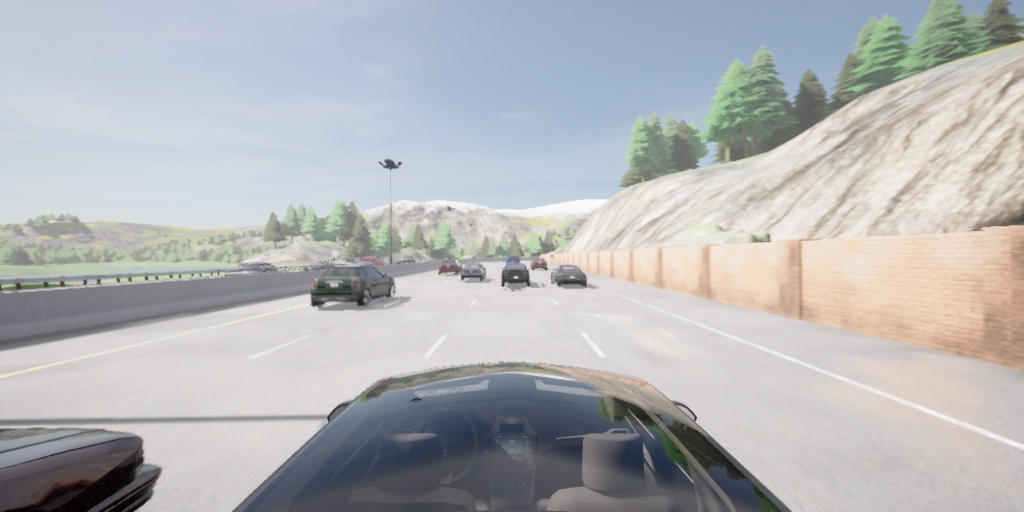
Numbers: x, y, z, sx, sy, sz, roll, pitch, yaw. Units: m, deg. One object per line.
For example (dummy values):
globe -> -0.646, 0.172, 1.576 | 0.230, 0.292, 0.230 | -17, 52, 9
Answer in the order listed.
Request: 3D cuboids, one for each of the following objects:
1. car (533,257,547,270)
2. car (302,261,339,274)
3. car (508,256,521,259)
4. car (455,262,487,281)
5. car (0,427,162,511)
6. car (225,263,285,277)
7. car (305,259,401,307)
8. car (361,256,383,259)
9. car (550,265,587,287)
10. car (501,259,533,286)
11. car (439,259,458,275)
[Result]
car -> 3.756, 1.055, 50.348 | 2.097, 1.767, 4.553 | 0, 0, 0
car -> -24.398, 1.409, 45.901 | 2.128, 1.511, 4.902 | 0, 0, 1
car -> 0.250, 0.951, 53.791 | 2.150, 2.045, 5.566 | 0, 0, 0
car -> -3.234, 1.311, 30.591 | 2.033, 1.411, 5.357 | 0, 0, 0
car -> -3.557, 1.325, 0.103 | 2.033, 1.411, 5.357 | 0, 0, 2
car -> -20.960, 1.499, 29.386 | 1.895, 1.301, 4.718 | 0, 0, 0
car -> -6.800, 1.148, 15.868 | 2.097, 1.767, 4.553 | 0, 0, 0
car -> -17.406, 1.082, 43.932 | 2.150, 2.045, 5.566 | 0, 0, 1
car -> 3.727, 1.278, 24.050 | 1.994, 1.385, 4.181 | 0, 0, 0
car -> 0.240, 1.217, 25.414 | 1.882, 1.535, 5.008 | 0, 0, 0
car -> -6.758, 1.139, 40.047 | 2.097, 1.767, 4.553 | 0, 0, 0
